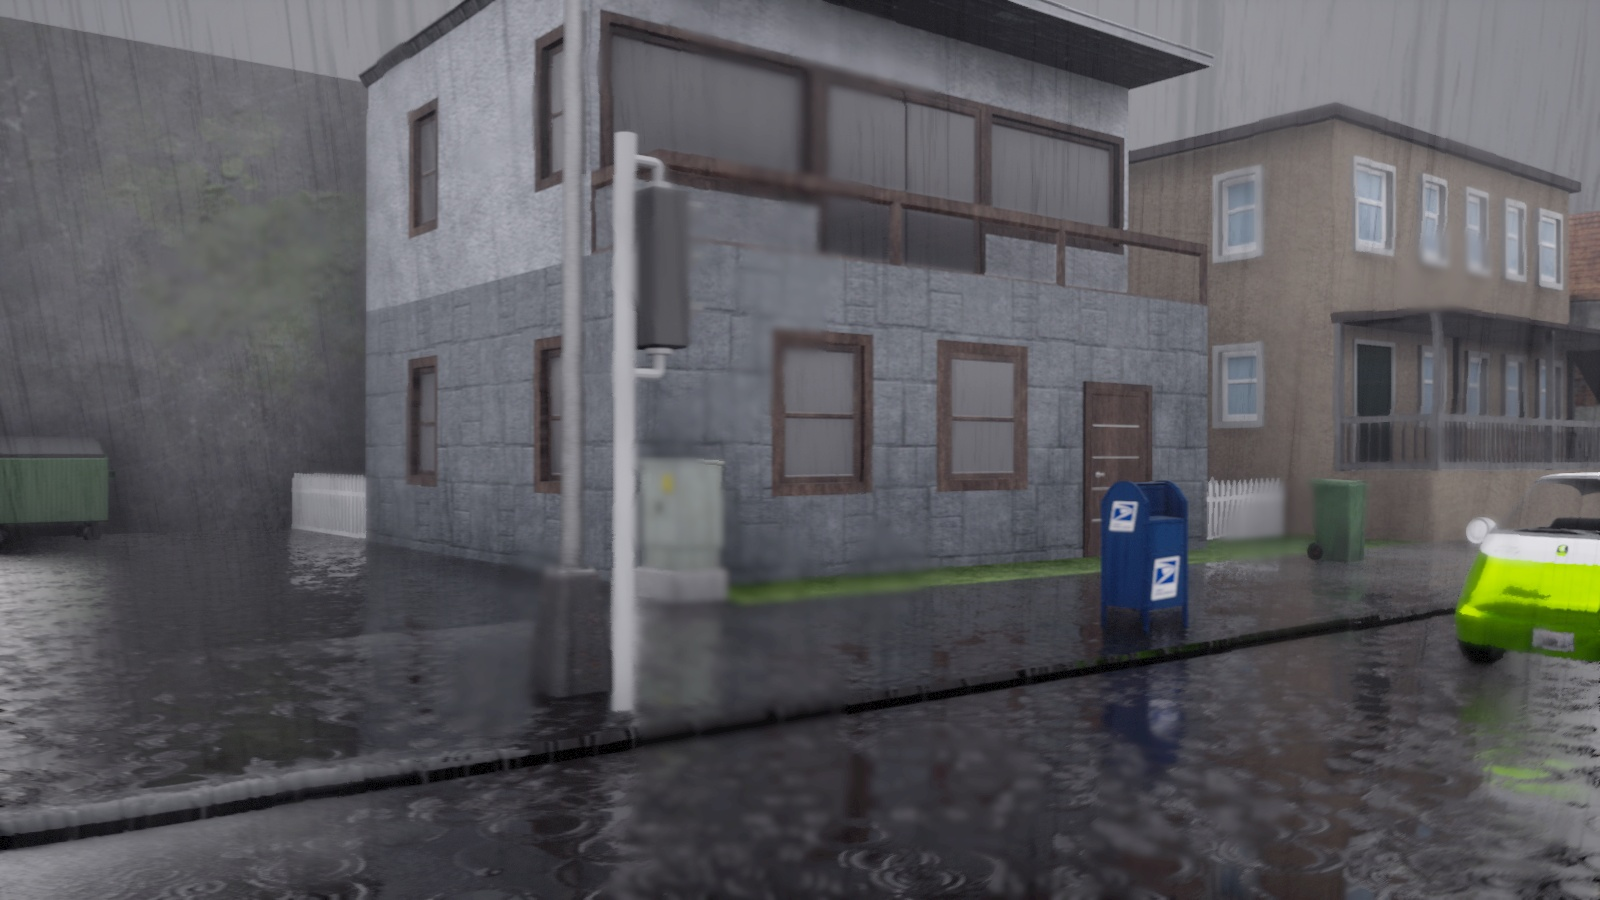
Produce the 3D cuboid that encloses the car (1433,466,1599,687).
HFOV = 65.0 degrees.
[{"bbox_3d":[5.725,0.811,8.812,2.207,1.376,1.481,0,0,-38],"label":"car"}]
